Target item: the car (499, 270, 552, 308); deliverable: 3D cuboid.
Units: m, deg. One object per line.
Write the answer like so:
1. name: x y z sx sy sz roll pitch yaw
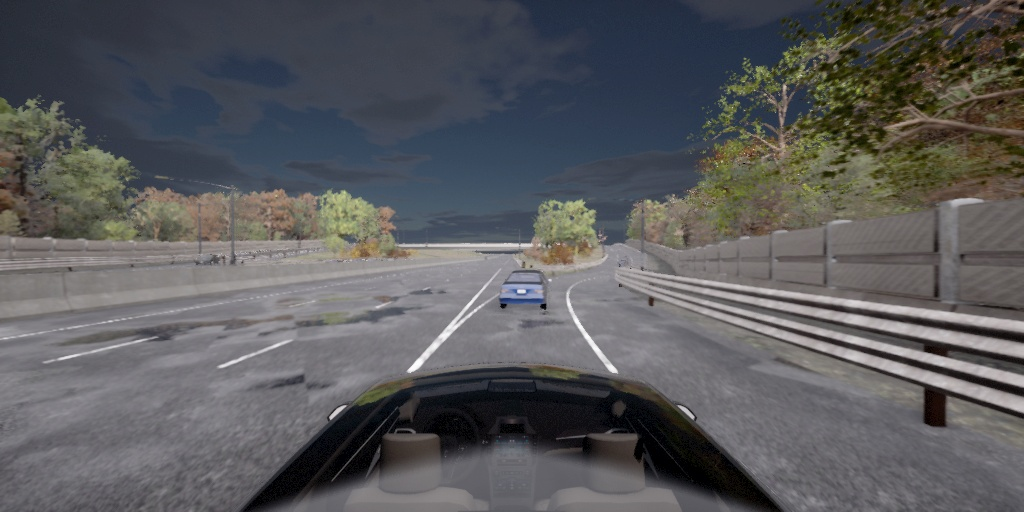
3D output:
1. car: 0.660 1.302 15.229 2.033 1.411 5.357 0 0 7

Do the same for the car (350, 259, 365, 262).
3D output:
1. car: -24.541 1.255 56.859 2.128 1.511 4.902 0 0 1

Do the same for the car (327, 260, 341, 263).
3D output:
1. car: -28.038 1.324 56.713 1.994 1.385 4.181 0 0 1

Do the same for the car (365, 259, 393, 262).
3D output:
1. car: -21.037 1.363 56.859 1.895 1.301 4.718 0 0 1
